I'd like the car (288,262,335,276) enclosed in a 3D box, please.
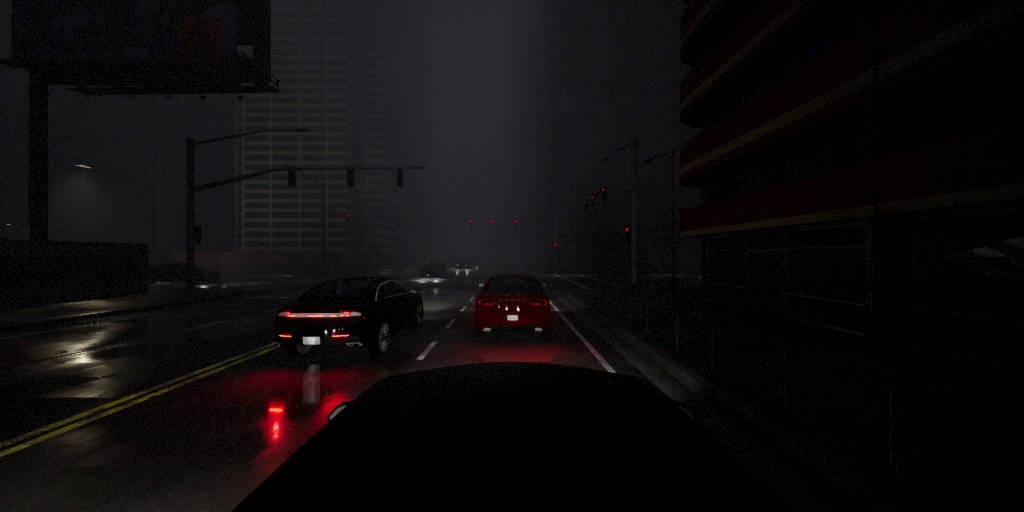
[{"bbox_3d":[-20.488,1.314,36.707,4.181,1.385,1.994,0,0,-2],"label":"car"}]

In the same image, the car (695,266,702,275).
[{"bbox_3d":[21.448,1.228,36.741,5.008,1.535,1.882,0,0,0],"label":"car"}]

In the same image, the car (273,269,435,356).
[{"bbox_3d":[-3.477,1.242,8.592,2.128,1.511,4.902,0,0,-1],"label":"car"}]

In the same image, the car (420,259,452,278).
[{"bbox_3d":[-7.339,1.297,33.834,2.033,1.411,5.357,0,0,0],"label":"car"}]

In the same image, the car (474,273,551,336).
[{"bbox_3d":[0.011,1.228,10.481,1.882,1.535,5.008,0,0,0],"label":"car"}]

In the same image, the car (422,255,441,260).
[{"bbox_3d":[-10.968,1.102,51.744,2.097,1.767,4.553,0,0,0],"label":"car"}]

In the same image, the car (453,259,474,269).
[{"bbox_3d":[-7.495,1.250,55.651,1.837,1.490,4.892,0,1,0],"label":"car"}]

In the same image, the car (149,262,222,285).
[{"bbox_3d":[-23.942,1.228,25.988,5.008,1.535,1.882,0,0,0],"label":"car"}]

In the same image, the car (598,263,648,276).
[{"bbox_3d":[11.322,1.351,36.790,4.718,1.301,1.895,0,0,2],"label":"car"}]
